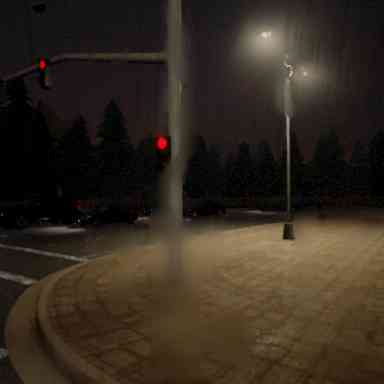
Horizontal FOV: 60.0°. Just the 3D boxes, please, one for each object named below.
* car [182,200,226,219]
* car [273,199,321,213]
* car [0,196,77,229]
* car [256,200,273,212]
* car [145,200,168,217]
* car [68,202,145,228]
[{"bbox_3d":[0.896,1.545,30.540,5.008,1.535,1.882,0,0,-40],"label":"car"},{"bbox_3d":[12.052,1.507,37.253,5.008,1.535,1.882,-1,0,-21],"label":"car"},{"bbox_3d":[-10.501,1.324,23.075,2.150,2.045,5.566,-1,0,38],"label":"car"},{"bbox_3d":[9.882,1.618,40.094,4.181,1.385,1.994,0,0,-22],"label":"car"},{"bbox_3d":[-2.532,1.600,32.129,4.892,1.490,1.837,0,-1,-42],"label":"car"},{"bbox_3d":[-5.854,1.602,23.308,1.812,1.442,4.674,-1,0,39],"label":"car"}]
